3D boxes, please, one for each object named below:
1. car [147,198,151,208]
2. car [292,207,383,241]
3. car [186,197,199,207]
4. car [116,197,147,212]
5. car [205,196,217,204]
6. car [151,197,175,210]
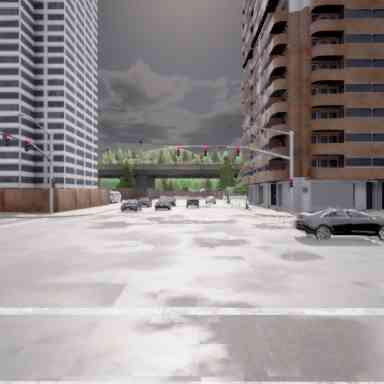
[{"bbox_3d":[-7.078,1.547,49.773,2.033,1.411,5.357,0,0,0],"label":"car"},{"bbox_3d":[7.355,1.491,15.968,4.902,1.511,2.128,0,0,0],"label":"car"},{"bbox_3d":[0.105,1.504,50.035,1.837,1.490,4.892,0,0,0],"label":"car"},{"bbox_3d":[-7.091,1.547,39.420,2.033,1.411,5.357,0,0,0],"label":"car"},{"bbox_3d":[3.514,1.526,63.150,1.812,1.442,4.674,0,0,0],"label":"car"},{"bbox_3d":[-3.590,1.547,42.289,2.033,1.411,5.357,0,0,0],"label":"car"}]
